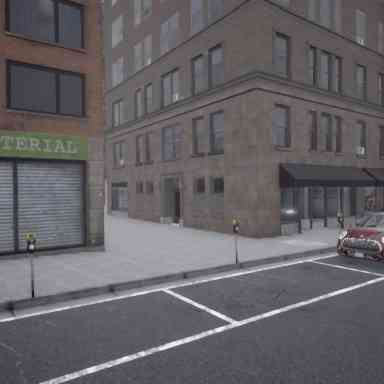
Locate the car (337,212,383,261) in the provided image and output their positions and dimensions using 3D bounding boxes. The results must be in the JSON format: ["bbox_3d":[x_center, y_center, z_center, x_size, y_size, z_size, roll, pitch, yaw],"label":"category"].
[{"bbox_3d":[6.841,1.438,11.555,4.097,1.590,1.967,0,-1,-36],"label":"car"}]
